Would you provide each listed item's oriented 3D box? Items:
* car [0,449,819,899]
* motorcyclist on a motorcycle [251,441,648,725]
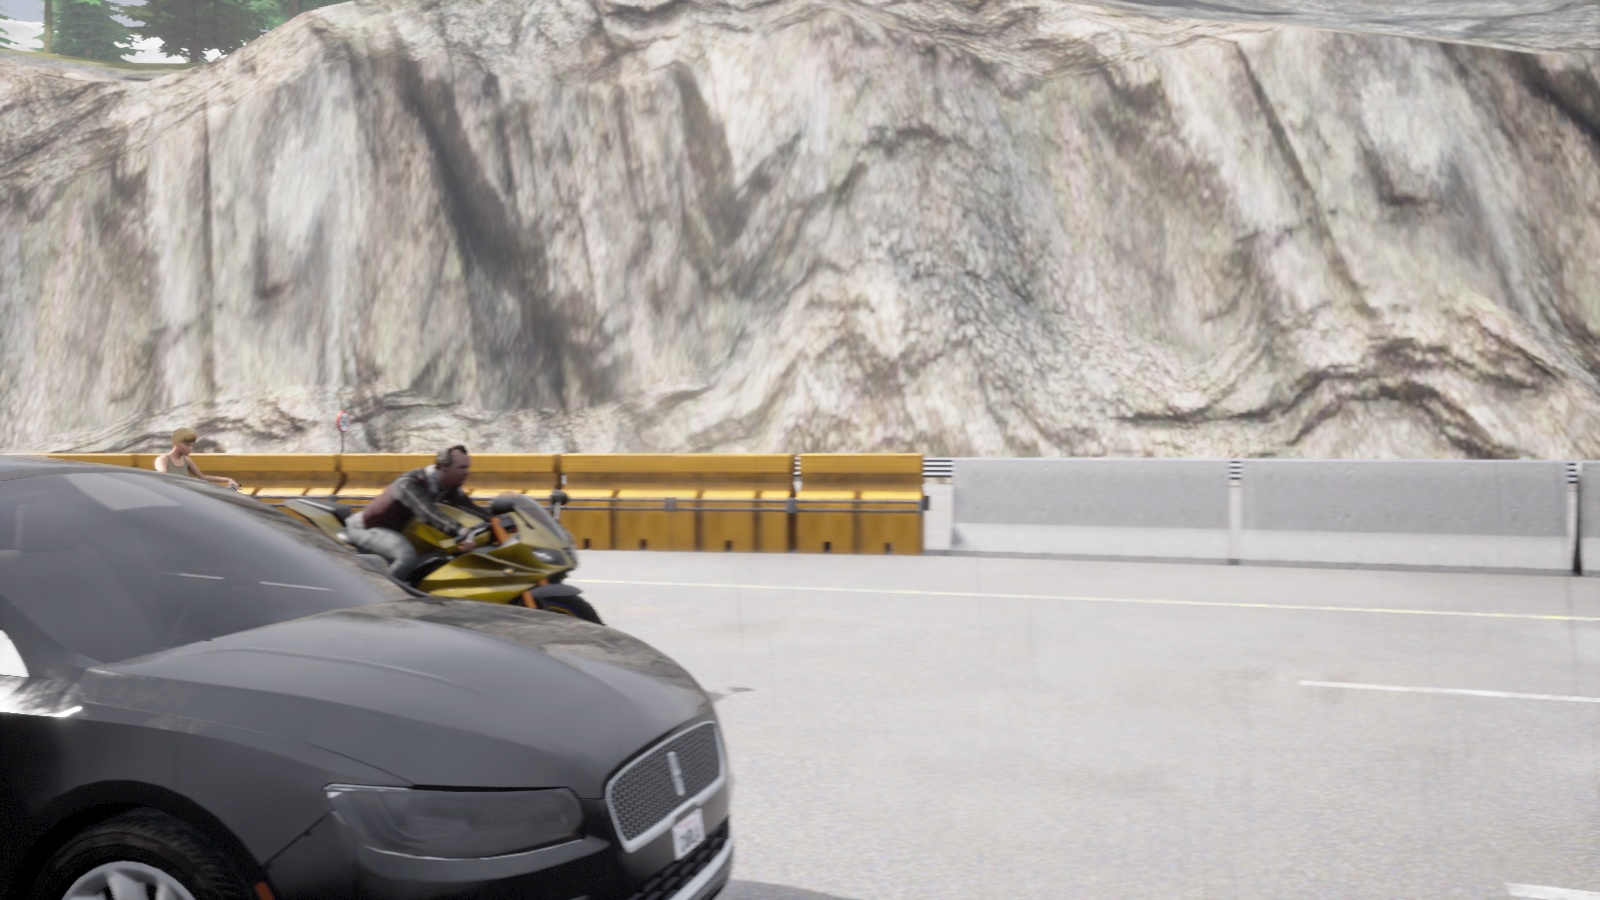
[{"bbox_3d":[-2.548,0.756,4.052,4.892,1.490,1.837,0,1,17],"label":"car"},{"bbox_3d":[-2.111,0.729,7.631,2.191,1.530,0.866,1,2,17],"label":"motorcyclist on a motorcycle"}]
